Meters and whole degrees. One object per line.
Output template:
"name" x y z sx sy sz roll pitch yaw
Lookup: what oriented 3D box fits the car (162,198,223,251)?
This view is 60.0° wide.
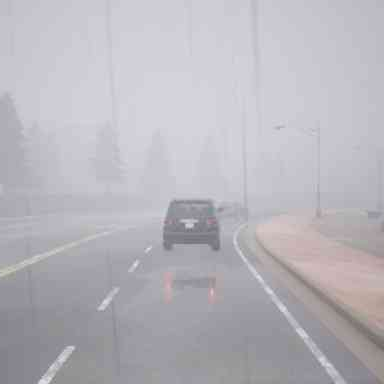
"car" 0.123 1.258 14.264 2.150 2.045 5.566 0 0 5

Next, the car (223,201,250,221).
"car" 3.345 1.495 26.998 2.128 1.511 4.902 0 0 24
